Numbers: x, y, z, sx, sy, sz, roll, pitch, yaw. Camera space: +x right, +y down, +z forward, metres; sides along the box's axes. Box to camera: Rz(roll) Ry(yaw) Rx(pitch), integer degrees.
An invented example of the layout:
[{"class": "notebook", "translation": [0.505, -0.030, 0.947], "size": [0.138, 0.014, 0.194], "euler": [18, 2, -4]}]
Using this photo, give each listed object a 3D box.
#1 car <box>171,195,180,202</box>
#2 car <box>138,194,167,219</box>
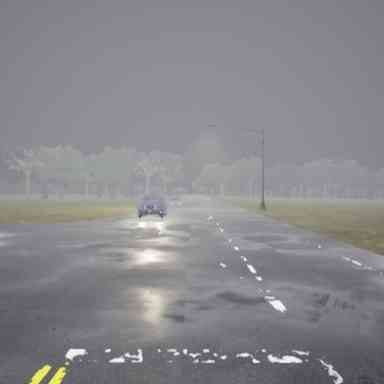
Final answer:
[{"class": "car", "translation": [-3.575, 1.407, 73.273], "size": [1.837, 1.490, 4.892], "euler": [0, 0, 1]}, {"class": "car", "translation": [-3.486, 1.226, 30.128], "size": [2.150, 2.045, 5.566], "euler": [0, 0, 0]}]
